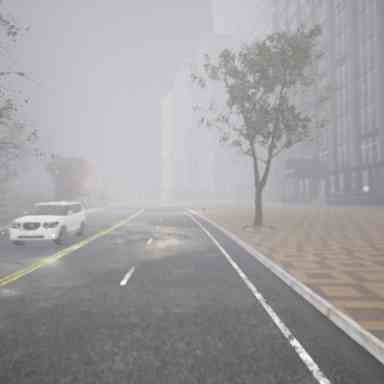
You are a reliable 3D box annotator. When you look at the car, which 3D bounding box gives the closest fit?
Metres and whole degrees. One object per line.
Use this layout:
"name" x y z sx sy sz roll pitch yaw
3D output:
"car" -7.105 1.506 17.150 2.150 2.045 5.566 0 -1 -2
